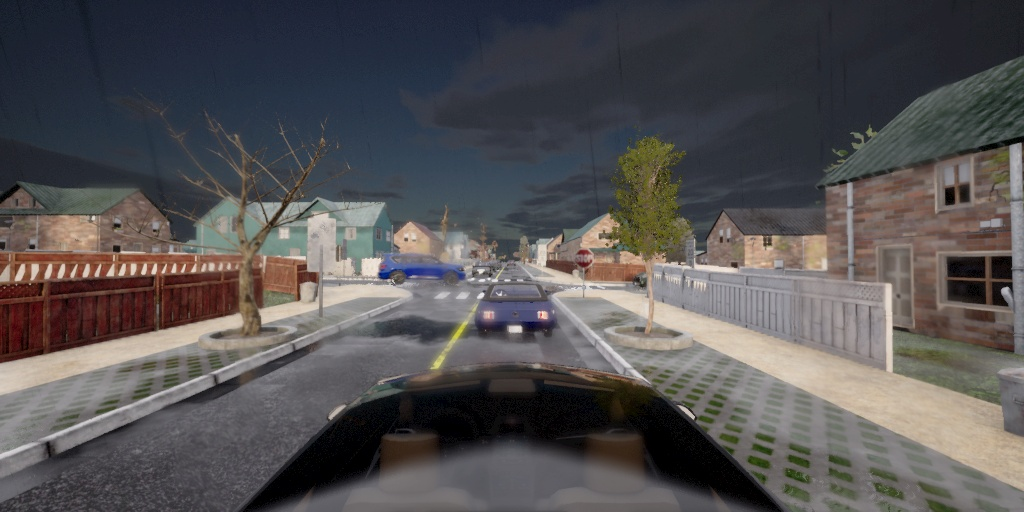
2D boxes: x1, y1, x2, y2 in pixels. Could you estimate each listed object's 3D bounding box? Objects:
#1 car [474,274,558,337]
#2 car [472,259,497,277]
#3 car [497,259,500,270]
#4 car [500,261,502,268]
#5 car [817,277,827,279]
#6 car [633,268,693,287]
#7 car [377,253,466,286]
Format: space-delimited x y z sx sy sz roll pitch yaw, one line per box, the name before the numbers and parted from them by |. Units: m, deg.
car | 0.085 1.355 10.220 1.895 1.301 4.718 0 0 0
car | -2.902 1.282 35.856 2.128 1.511 4.902 0 0 0
car | -2.915 1.416 45.662 1.895 1.301 4.718 0 0 0
car | -2.930 1.351 55.282 1.837 1.490 4.892 0 0 0
car | 20.964 1.860 25.368 4.181 1.385 1.994 1 -1 0
car | 10.969 1.421 25.332 4.553 1.767 2.097 1 -1 -1
car | -5.863 0.884 23.517 5.566 2.045 2.150 1 -1 -16
